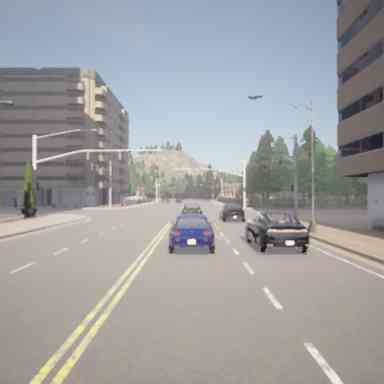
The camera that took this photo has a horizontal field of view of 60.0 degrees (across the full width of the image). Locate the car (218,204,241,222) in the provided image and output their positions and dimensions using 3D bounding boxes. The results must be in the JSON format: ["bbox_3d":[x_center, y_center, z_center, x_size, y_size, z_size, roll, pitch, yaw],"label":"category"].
[{"bbox_3d":[3.488,1.784,29.318,1.837,1.490,4.892,0,0,0],"label":"car"}]

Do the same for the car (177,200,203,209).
[{"bbox_3d":[-0.071,1.769,29.292,2.128,1.511,4.902,0,0,-2],"label":"car"}]

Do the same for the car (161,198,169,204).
[{"bbox_3d":[-7.050,2.354,88.570,2.128,1.511,4.902,0,-1,0],"label":"car"}]

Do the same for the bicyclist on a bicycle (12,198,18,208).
[{"bbox_3d":[-28.031,1.741,52.645,0.582,1.620,1.656,0,0,0],"label":"bicyclist on a bicycle"}]

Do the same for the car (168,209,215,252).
[{"bbox_3d":[-0.004,1.662,14.371,1.812,1.442,4.674,0,0,0],"label":"car"}]

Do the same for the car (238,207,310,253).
[{"bbox_3d":[3.495,1.628,14.290,2.128,1.511,4.902,0,0,0],"label":"car"}]

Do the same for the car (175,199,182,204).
[{"bbox_3d":[-3.550,2.424,88.542,1.895,1.301,4.718,0,-1,0],"label":"car"}]
